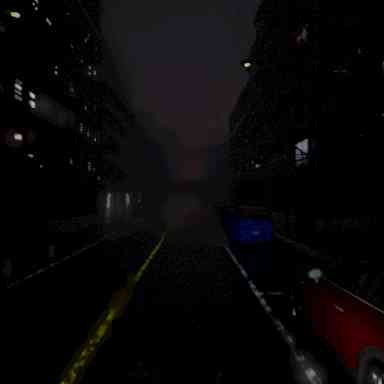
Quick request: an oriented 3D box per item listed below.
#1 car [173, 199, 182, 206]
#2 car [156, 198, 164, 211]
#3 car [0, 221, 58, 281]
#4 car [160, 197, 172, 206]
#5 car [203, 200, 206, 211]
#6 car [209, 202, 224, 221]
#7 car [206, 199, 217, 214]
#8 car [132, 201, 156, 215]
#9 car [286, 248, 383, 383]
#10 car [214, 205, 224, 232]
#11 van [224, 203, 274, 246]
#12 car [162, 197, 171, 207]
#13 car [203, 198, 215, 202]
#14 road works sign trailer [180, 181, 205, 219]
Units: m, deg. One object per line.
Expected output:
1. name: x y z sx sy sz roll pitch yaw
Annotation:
1. car: -3.017 2.207 71.008 2.128 1.511 4.902 0 -1 0
2. car: -5.700 2.008 49.506 1.752 1.417 4.829 0 -1 0
3. car: -5.691 1.647 10.223 1.887 1.381 4.507 0 -1 0
4. car: -5.704 2.011 72.224 2.192 1.841 5.009 0 -1 0
5. car: 2.684 1.928 38.402 2.008 1.369 4.403 0 -1 0
6. car: 2.686 1.813 27.130 1.887 1.381 4.507 0 -1 0
7. car: 2.685 1.763 32.768 1.967 1.590 4.097 0 -1 0
8. car: -5.697 1.942 38.403 1.947 1.339 4.313 0 -1 0
9. car: 2.692 1.487 4.587 1.967 1.590 4.097 0 -1 0
10. car: 2.687 1.779 21.494 1.947 1.339 4.313 0 -1 0
11. van: 2.690 1.499 15.860 1.690 1.788 3.998 0 -1 0
12. car: -5.704 2.083 66.587 1.967 1.590 4.097 0 -1 0
13. car: 2.682 1.799 49.677 2.192 1.841 5.009 0 -1 0
14. road works sign trailer: 0.008 0.779 31.926 2.380 3.560 2.880 0 -1 0
